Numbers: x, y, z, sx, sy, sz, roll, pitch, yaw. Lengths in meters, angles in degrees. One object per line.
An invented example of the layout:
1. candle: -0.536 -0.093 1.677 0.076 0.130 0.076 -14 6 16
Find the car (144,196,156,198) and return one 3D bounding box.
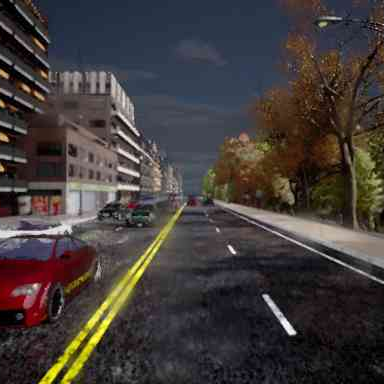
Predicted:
1. car: -6.560 1.577 51.350 2.150 2.045 5.566 0 0 1

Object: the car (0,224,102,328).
1. car: -3.353 1.617 7.072 1.994 1.385 4.181 0 -1 0

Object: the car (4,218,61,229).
1. car: -6.617 1.755 13.612 1.895 1.301 4.718 -1 -1 0

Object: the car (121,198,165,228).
1. car: -3.358 1.550 23.645 2.097 1.767 4.553 0 0 0

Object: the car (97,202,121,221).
1. car: -6.801 1.706 29.186 1.837 1.490 4.892 0 -1 3

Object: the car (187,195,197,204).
1. car: -0.001 1.651 73.620 2.150 2.045 5.566 0 0 0

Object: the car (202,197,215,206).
1. car: 3.249 1.944 63.171 1.837 1.490 4.892 0 0 0

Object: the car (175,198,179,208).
1. car: -3.301 1.726 53.960 2.097 1.767 4.553 0 0 0

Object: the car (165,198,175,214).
1. car: -3.345 1.774 39.361 1.837 1.490 4.892 0 0 0

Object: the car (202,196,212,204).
1. car: 3.249 1.781 73.559 2.097 1.767 4.553 0 0 0

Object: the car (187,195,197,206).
1. car: -0.001 1.917 63.171 1.882 1.535 5.008 0 0 0
